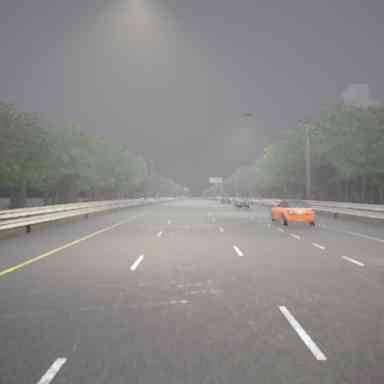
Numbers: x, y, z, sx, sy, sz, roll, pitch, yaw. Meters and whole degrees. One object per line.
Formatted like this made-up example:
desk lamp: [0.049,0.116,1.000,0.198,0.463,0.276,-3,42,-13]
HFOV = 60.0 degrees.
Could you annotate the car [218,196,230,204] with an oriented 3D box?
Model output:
car: [7.302,1.843,73.753,2.097,1.767,4.553,0,-1,0]

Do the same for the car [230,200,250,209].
car: [7.131,1.781,48.511,1.895,1.301,4.718,0,-1,0]

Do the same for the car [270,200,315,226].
car: [7.032,1.373,23.713,2.097,1.767,4.553,0,0,0]
